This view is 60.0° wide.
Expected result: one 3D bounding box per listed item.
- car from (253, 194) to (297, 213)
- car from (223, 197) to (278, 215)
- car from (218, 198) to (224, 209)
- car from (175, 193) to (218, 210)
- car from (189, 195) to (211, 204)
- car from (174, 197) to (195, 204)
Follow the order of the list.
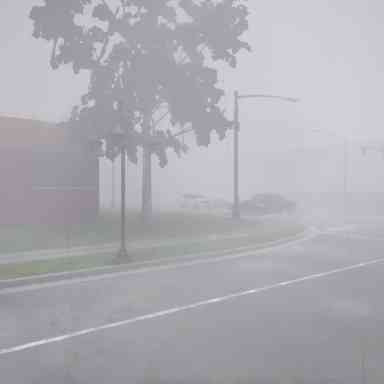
[{"bbox_3d":[8.922,1.221,36.937,2.150,2.045,5.566,0,0,-34],"label":"car"},{"bbox_3d":[6.040,1.547,34.954,2.033,1.411,5.357,0,0,-34],"label":"car"},{"bbox_3d":[3.720,1.564,44.743,1.994,1.385,4.181,0,0,-34],"label":"car"},{"bbox_3d":[0.458,1.218,43.330,2.150,2.045,5.566,0,0,-34],"label":"car"},{"bbox_3d":[1.608,1.478,66.962,1.882,1.535,5.008,0,0,-34],"label":"car"},{"bbox_3d":[-1.576,1.601,65.426,1.895,1.301,4.718,0,0,-34],"label":"car"}]
